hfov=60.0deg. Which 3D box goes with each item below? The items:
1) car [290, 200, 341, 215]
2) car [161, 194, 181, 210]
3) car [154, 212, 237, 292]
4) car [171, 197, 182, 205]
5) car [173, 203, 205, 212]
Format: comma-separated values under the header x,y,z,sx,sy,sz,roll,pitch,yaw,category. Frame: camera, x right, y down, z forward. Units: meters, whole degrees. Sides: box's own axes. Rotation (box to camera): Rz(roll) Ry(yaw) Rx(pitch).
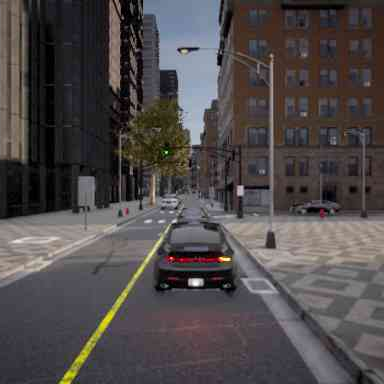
x,y,z,sx,sy,sz,roll,pitch,yaw,category
12.607,1.571,34.020,4.902,1.511,2.128,0,0,0,car
-3.094,1.359,46.815,2.150,2.045,5.566,0,0,0,car
0.083,1.532,9.005,1.837,1.490,4.892,0,0,0,car
-3.036,1.762,66.857,1.994,1.385,4.181,0,0,1,car
0.063,1.604,19.172,2.033,1.411,5.357,0,0,0,car
